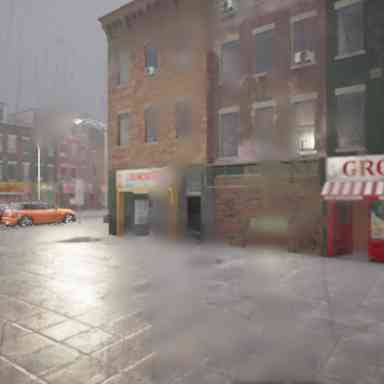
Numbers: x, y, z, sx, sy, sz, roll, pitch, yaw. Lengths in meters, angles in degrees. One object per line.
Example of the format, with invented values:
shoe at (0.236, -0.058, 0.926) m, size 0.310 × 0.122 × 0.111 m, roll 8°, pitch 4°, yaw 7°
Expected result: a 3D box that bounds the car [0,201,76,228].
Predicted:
car at (-10.263, 1.461, 22.775) m, size 2.097 × 1.767 × 4.553 m, roll 0°, pitch 0°, yaw 36°
